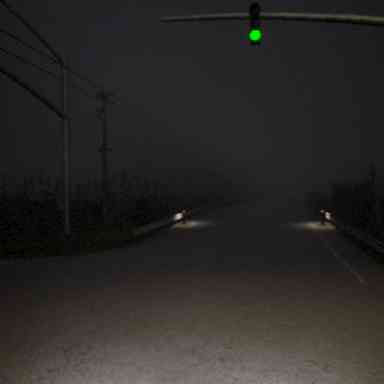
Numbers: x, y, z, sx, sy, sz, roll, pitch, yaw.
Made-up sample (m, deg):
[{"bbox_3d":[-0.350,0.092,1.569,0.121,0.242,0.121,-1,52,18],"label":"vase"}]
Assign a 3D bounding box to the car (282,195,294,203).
[{"bbox_3d":[16.314,1.228,56.730,1.895,1.301,4.718,-1,-1,16],"label":"car"}]
